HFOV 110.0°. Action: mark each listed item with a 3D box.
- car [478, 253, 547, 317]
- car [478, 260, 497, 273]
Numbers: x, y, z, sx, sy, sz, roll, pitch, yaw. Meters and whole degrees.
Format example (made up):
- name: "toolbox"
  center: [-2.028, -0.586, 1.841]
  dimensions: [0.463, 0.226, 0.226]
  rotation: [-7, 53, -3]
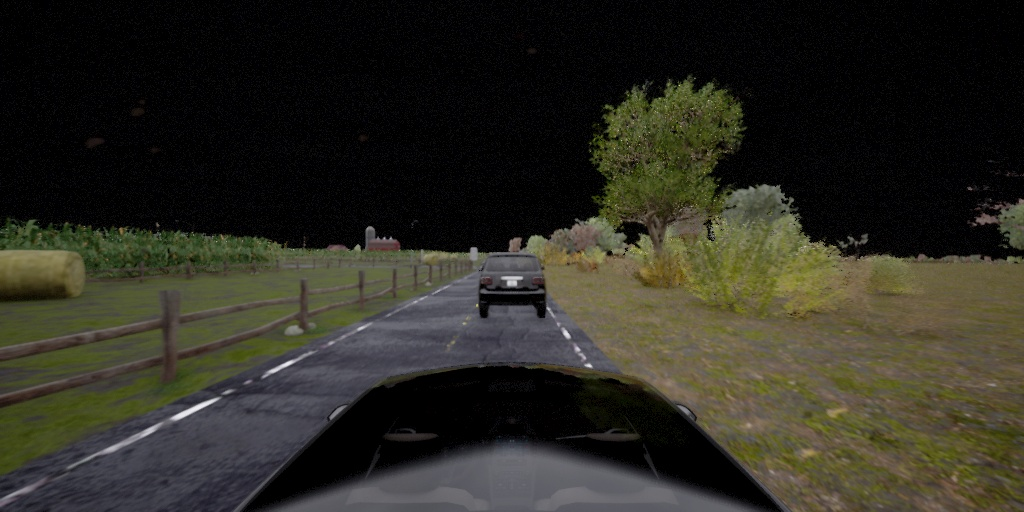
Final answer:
- name: "car"
  center: [0.048, 0.939, 13.165]
  dimensions: [2.150, 2.045, 5.566]
  rotation: [0, -1, 1]
- name: "car"
  center: [-2.830, 1.248, 42.098]
  dimensions: [1.994, 1.385, 4.181]
  rotation: [0, 0, 0]
